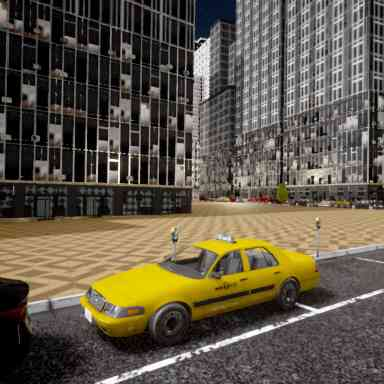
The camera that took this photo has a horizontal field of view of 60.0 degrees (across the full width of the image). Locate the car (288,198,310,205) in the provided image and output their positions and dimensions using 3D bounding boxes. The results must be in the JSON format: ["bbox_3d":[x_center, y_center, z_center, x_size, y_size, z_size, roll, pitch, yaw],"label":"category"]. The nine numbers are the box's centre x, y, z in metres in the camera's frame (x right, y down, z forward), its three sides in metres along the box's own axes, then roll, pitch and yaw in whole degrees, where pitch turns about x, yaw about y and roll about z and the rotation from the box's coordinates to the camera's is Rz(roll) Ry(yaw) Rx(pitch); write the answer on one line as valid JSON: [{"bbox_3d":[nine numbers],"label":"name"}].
[{"bbox_3d":[21.463,1.927,66.916,2.008,1.369,4.403,1,-1,-22],"label":"car"}]

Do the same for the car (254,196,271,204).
[{"bbox_3d":[17.247,1.754,77.282,2.192,1.841,5.009,1,-1,-22],"label":"car"}]

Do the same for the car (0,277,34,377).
[{"bbox_3d":[-3.928,1.565,3.283,4.313,1.339,1.947,0,1,-36],"label":"car"}]

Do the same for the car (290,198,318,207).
[{"bbox_3d":[18.391,1.716,53.568,2.008,1.369,4.403,1,-1,-22],"label":"car"}]

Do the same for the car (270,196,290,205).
[{"bbox_3d":[16.284,1.636,58.749,1.967,1.590,4.097,1,-1,-22],"label":"car"}]

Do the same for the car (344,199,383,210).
[{"bbox_3d":[22.609,1.653,43.210,2.008,1.369,4.403,1,-1,-22],"label":"car"}]

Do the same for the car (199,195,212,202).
[{"bbox_3d":[3.632,1.698,89.824,2.192,1.841,5.009,1,-1,-22],"label":"car"}]

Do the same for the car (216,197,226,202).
[{"bbox_3d":[7.911,1.845,79.306,1.752,1.417,4.829,1,-1,-22],"label":"car"}]

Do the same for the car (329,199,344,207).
[{"bbox_3d":[25.619,1.840,56.711,1.752,1.417,4.829,1,-1,-22],"label":"car"}]

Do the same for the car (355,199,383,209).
[{"bbox_3d":[27.793,1.833,51.372,2.008,1.369,4.403,1,-1,-22],"label":"car"}]

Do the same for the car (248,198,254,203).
[{"bbox_3d":[15.133,2.052,82.460,1.802,1.307,4.206,1,-1,-22],"label":"car"}]

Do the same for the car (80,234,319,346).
[{"bbox_3d":[0.435,1.528,6.341,4.829,1.417,1.752,0,1,-35],"label":"car"}]

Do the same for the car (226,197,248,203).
[{"bbox_3d":[9.957,1.730,74.286,1.967,1.590,4.097,1,-1,-22],"label":"car"}]
